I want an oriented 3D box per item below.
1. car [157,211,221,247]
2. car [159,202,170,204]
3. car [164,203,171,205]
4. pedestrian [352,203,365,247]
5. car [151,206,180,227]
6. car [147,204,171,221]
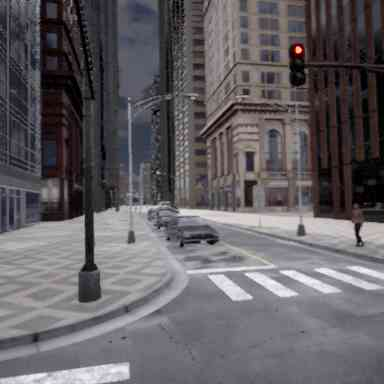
[{"bbox_3d":[-0.210,1.987,17.780,2.033,1.411,5.357,-1,-1,-16],"label":"car"},{"bbox_3d":[-4.898,2.779,59.063,2.150,2.045,5.566,-1,-1,-11],"label":"car"},{"bbox_3d":[-2.919,2.764,48.839,1.837,1.490,4.892,-1,-1,-11],"label":"car"},{"bbox_3d":[6.803,1.340,13.647,0.375,1.860,0.375,0,-3,-11],"label":"pedestrian"},{"bbox_3d":[-2.110,2.227,27.855,1.837,1.490,4.892,-1,-1,-11],"label":"car"},{"bbox_3d":[-4.060,2.502,37.985,2.128,1.511,4.902,-1,-1,-11],"label":"car"}]
